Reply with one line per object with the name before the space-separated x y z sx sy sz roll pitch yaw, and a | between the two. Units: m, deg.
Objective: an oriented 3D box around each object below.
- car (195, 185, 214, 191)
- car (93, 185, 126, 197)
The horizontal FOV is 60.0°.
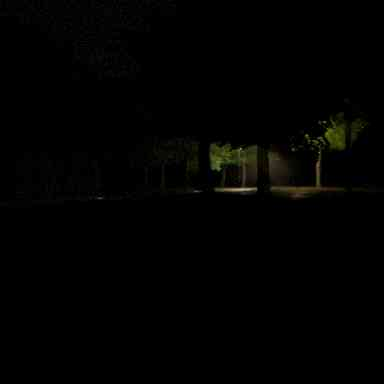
car | 2.494 -0.967 63.478 1.812 1.442 4.674 0 2 38
car | -11.343 -0.169 45.953 1.837 1.490 4.892 0 2 38
